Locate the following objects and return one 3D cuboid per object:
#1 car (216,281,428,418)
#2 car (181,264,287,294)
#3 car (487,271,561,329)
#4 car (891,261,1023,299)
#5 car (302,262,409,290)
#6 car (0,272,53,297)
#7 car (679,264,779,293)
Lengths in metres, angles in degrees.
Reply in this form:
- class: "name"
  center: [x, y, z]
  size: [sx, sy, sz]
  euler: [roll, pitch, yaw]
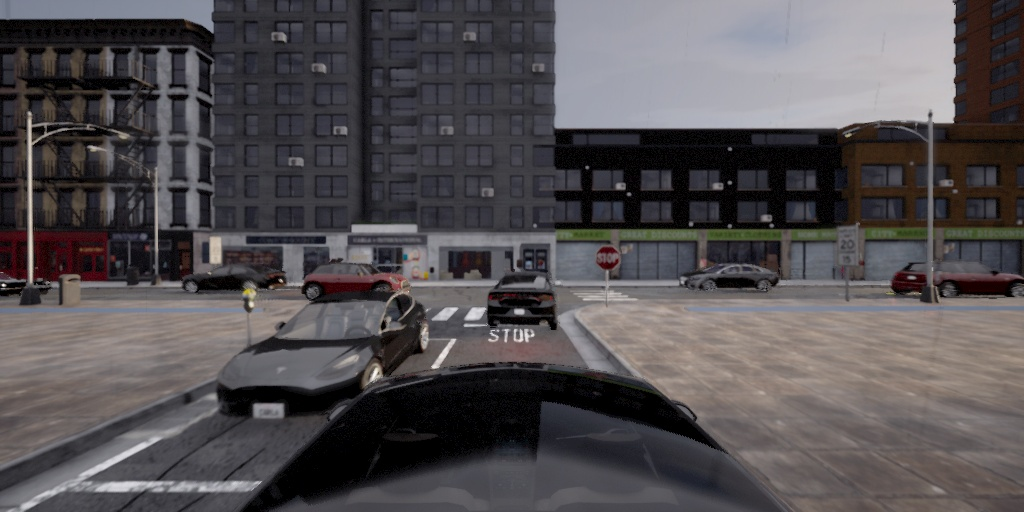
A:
- class: "car"
  center: [-2.637, 1.306, 6.074]
  size: [1.948, 1.339, 4.313]
  euler: [0, 0, 0]
- class: "car"
  center: [-15.121, 1.215, 19.631]
  size: [5.008, 1.535, 1.882]
  euler: [0, 0, 0]
- class: "car"
  center: [0.504, 1.206, 11.267]
  size: [1.882, 1.535, 5.008]
  euler: [0, 0, 7]
- class: "car"
  center: [20.692, 1.025, 16.654]
  size: [4.553, 1.767, 2.097]
  euler: [0, 0, 0]
- class: "car"
  center: [-7.080, 1.084, 16.675]
  size: [4.553, 1.767, 2.097]
  euler: [0, 0, 0]
- class: "car"
  center: [-24.720, 1.380, 16.688]
  size: [4.718, 1.301, 1.895]
  euler: [0, 0, 0]
- class: "car"
  center: [11.781, 1.166, 19.614]
  size: [4.902, 1.511, 2.128]
  euler: [0, 0, 0]
